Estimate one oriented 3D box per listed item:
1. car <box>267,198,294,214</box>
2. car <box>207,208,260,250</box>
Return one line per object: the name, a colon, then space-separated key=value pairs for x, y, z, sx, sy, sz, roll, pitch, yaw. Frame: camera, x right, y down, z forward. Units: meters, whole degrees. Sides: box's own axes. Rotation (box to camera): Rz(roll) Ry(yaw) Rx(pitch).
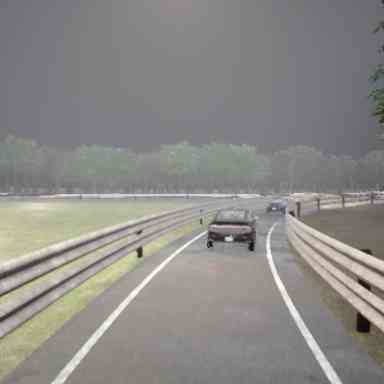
car: x=8.595 y=1.316 z=32.364 sx=1.812 sy=1.442 sz=4.674 roll=1 pitch=1 yaw=28
car: x=1.834 y=1.453 z=14.295 sx=2.128 sy=1.511 sz=4.902 roll=1 pitch=0 yaw=12
